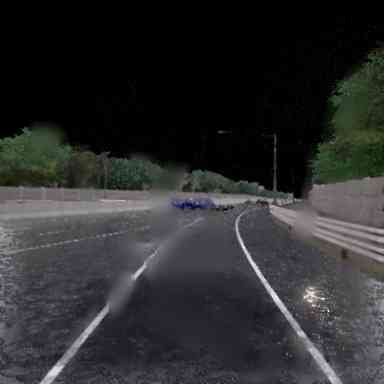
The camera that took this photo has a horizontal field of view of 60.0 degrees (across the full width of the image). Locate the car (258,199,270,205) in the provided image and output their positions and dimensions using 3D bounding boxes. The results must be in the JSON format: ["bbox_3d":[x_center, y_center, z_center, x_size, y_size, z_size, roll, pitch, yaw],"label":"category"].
[{"bbox_3d":[19.041,2.625,86.145,1.837,1.490,4.892,0,-1,21],"label":"car"}]

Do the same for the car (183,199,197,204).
[{"bbox_3d":[-0.589,2.596,93.606,2.033,1.411,5.357,0,-1,21],"label":"car"}]

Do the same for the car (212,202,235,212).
[{"bbox_3d":[5.002,2.201,49.426,1.895,1.301,4.718,0,-1,21],"label":"car"}]

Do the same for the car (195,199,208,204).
[{"bbox_3d":[2.681,2.593,92.356,2.128,1.511,4.902,0,-1,21],"label":"car"}]

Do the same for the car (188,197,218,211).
[{"bbox_3d":[1.741,1.810,50.697,2.150,2.045,5.566,0,-1,21],"label":"car"}]

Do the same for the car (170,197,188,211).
[{"bbox_3d":[-1.529,1.799,51.947,2.150,2.045,5.566,0,-1,21],"label":"car"}]
